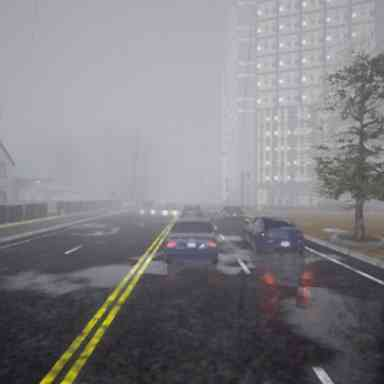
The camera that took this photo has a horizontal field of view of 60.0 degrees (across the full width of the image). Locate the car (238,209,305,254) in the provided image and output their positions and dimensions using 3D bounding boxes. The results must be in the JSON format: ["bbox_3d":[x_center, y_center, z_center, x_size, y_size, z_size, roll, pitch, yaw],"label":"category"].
[{"bbox_3d":[3.278,1.654,13.899,1.812,1.442,4.674,0,0,0],"label":"car"}]

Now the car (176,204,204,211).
[{"bbox_3d":[0.029,1.761,28.510,2.128,1.511,4.902,0,0,0],"label":"car"}]

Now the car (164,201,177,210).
[{"bbox_3d":[-3.251,2.095,50.731,1.895,1.301,4.718,0,-1,0],"label":"car"}]

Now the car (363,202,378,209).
[{"bbox_3d":[31.063,2.309,59.931,4.403,1.369,2.008,0,1,20],"label":"car"}]

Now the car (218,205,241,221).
[{"bbox_3d":[3.269,1.806,27.499,2.033,1.411,5.357,0,-1,0],"label":"car"}]

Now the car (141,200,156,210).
[{"bbox_3d":[-6.503,1.999,50.521,1.837,1.490,4.892,0,-1,0],"label":"car"}]

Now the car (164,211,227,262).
[{"bbox_3d":[0.013,1.663,12.504,2.033,1.411,5.357,0,-1,1],"label":"car"}]

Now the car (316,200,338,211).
[{"bbox_3d":[23.027,2.178,54.479,5.009,1.841,2.192,0,1,20],"label":"car"}]
